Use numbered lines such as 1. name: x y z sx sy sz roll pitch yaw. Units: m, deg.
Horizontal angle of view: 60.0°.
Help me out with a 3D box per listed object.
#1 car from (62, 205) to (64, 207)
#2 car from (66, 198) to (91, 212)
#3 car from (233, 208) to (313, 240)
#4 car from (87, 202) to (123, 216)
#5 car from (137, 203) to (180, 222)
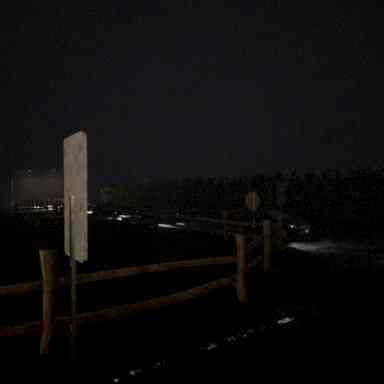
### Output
1. car: -21.494 2.040 58.875 1.994 1.385 4.181 -1 -1 -35
2. car: -15.526 1.719 45.484 2.097 1.767 4.553 -1 0 -34
3. car: 4.137 1.610 17.784 1.812 1.442 4.674 -1 0 -35
4. car: -9.550 1.825 37.024 2.033 1.411 5.357 -1 0 -35
5. car: -2.879 1.689 27.645 1.837 1.490 4.892 -1 -1 -35
